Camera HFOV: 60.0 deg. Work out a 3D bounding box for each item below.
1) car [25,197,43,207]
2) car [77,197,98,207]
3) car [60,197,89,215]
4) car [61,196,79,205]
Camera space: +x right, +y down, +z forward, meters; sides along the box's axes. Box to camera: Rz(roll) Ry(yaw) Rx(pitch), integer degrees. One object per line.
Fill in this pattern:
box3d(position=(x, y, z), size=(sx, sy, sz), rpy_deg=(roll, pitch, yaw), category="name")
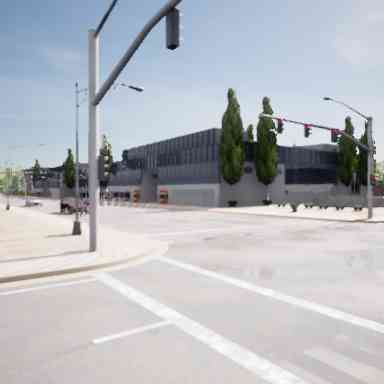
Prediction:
box3d(position=(-24.335, 1.504, 51.200), size=(1.812, 1.442, 4.674), rpy_deg=(0, 0, -35), category="car")
box3d(position=(-16.468, 1.524, 52.332), size=(1.994, 1.385, 4.181), rpy_deg=(0, 0, -35), category="car")
box3d(position=(-11.936, 1.454, 33.686), size=(1.882, 1.535, 5.008), rpy_deg=(0, 0, -36), category="car")
box3d(position=(-22.172, 1.524, 60.221), size=(1.994, 1.385, 4.181), rpy_deg=(0, 0, -36), category="car")
